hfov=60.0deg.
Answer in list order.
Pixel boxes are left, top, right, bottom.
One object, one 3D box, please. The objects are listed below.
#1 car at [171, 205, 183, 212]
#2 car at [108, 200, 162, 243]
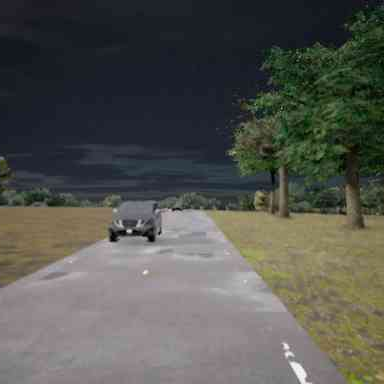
[{"bbox_3d":[-2.626,2.851,58.466,1.895,1.301,4.718,0,-2,1],"label":"car"},{"bbox_3d":[-2.836,1.462,17.847,2.150,2.045,5.566,0,-1,0],"label":"car"}]
